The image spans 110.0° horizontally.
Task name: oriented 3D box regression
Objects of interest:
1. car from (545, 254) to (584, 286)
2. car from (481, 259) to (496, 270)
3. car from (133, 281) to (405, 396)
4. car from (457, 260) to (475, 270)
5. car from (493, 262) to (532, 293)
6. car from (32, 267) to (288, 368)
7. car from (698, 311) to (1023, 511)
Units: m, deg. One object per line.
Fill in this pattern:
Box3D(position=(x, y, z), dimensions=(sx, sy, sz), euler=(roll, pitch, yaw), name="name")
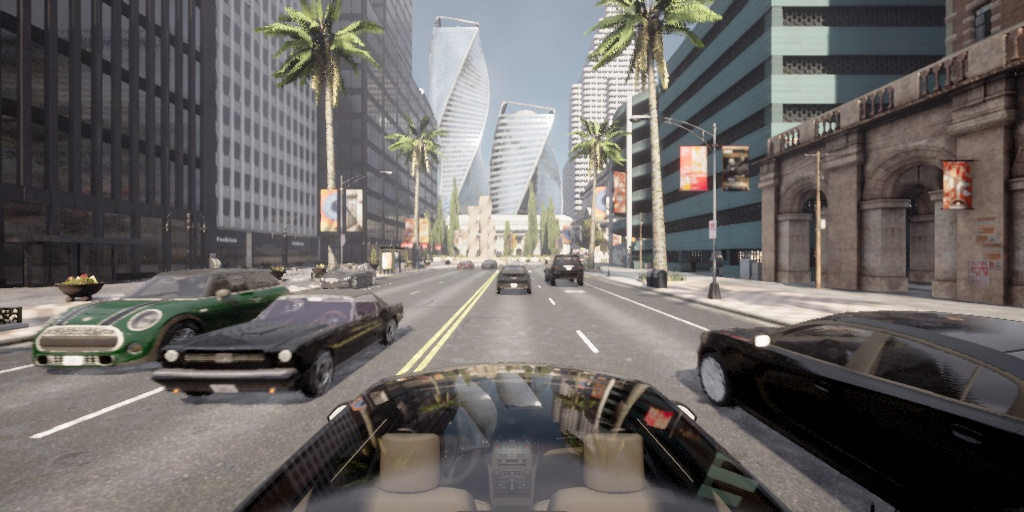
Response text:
Box3D(position=(3.600, 0.945, 25.373), dimensions=(2.150, 2.045, 5.566), euler=(0, -1, 0), name="car")
Box3D(position=(-3.240, 1.203, 52.065), dimensions=(1.882, 1.535, 5.008), euler=(0, 0, 6), name="car")
Box3D(position=(-3.600, 1.347, 6.688), dimensions=(1.895, 1.301, 4.718), euler=(0, 0, 0), name="car")
Box3D(position=(-6.717, 1.303, 52.475), dimensions=(1.994, 1.385, 4.181), euler=(0, 0, 6), name="car")
Box3D(position=(0.100, 1.240, 20.808), dimensions=(1.837, 1.490, 4.892), euler=(0, 0, 0), name="car")
Box3D(position=(-7.101, 1.097, 8.044), dimensions=(2.097, 1.767, 4.553), euler=(0, 0, 0), name="car")
Box3D(position=(3.599, 1.226, 3.170), dimensions=(1.882, 1.535, 5.008), euler=(0, 0, 0), name="car")
